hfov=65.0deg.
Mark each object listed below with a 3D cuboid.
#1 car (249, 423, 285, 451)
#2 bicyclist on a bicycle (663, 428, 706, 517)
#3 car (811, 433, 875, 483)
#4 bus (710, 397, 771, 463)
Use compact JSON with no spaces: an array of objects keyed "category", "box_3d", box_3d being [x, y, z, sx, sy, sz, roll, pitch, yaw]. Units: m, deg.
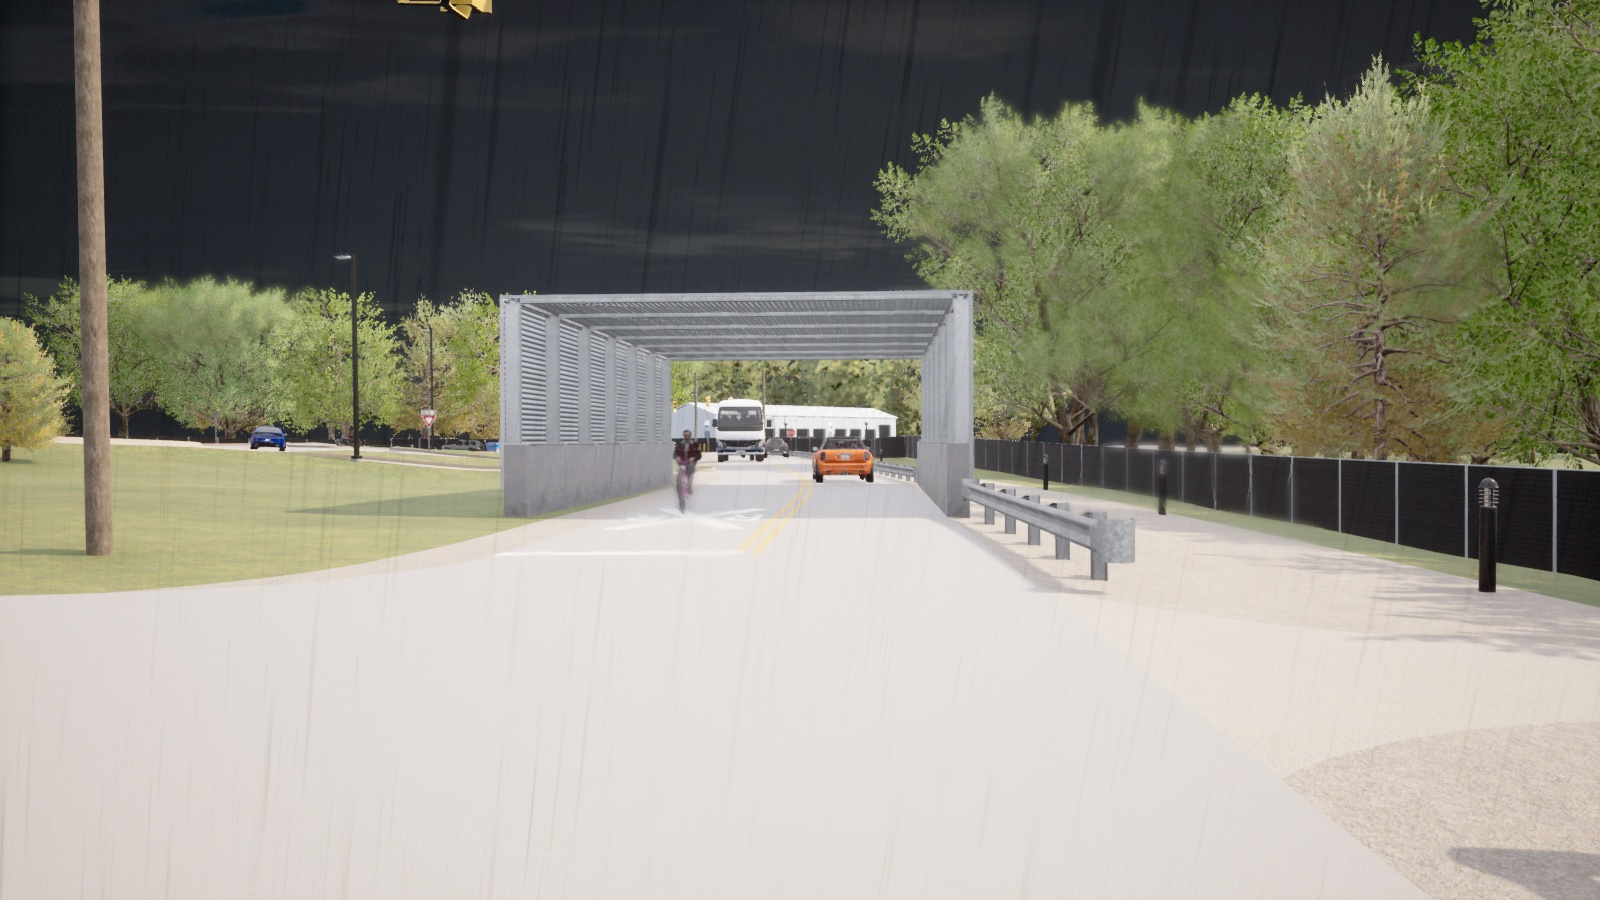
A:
[{"category":"car","box_3d":[-33.726,-0.790,79.514,1.882,1.535,5.008,4,-2,-22]},{"category":"bicyclist on a bicycle","box_3d":[-2.382,0.451,26.102,0.659,1.776,1.843,0,0,2]},{"category":"car","box_3d":[1.545,0.276,46.845,2.097,1.767,4.553,0,0,-1]},{"category":"bus","box_3d":[-4.163,-1.324,86.775,3.944,4.253,10.273,0,0,-4]}]
